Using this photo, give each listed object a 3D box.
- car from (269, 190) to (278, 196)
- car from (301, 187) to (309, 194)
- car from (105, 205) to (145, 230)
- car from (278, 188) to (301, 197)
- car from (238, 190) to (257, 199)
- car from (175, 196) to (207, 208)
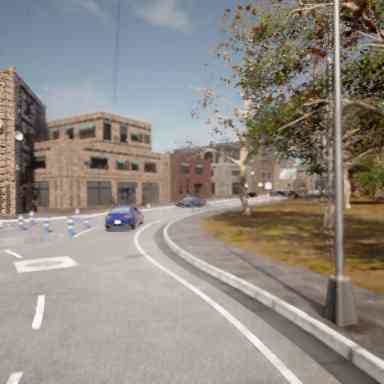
[{"bbox_3d":[17.586,0.201,70.031,1.994,1.385,4.181,-1,1,32],"label":"car"},{"bbox_3d":[25.319,-0.314,76.148,1.812,1.442,4.674,-1,1,32],"label":"car"},{"bbox_3d":[-4.310,1.573,21.668,1.812,1.442,4.674,-1,0,1],"label":"car"},{"bbox_3d":[19.737,0.169,67.356,2.128,1.511,4.902,-1,1,32],"label":"car"},{"bbox_3d":[9.588,0.401,57.494,1.882,1.535,5.008,-1,0,33],"label":"car"},{"bbox_3d":[-0.028,1.238,42.349,2.033,1.411,5.357,-1,1,32],"label":"car"}]
